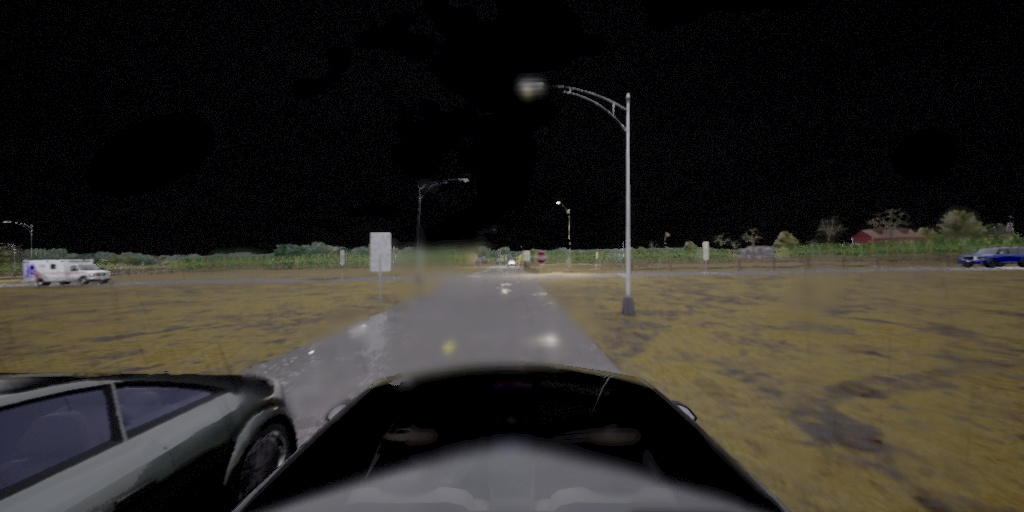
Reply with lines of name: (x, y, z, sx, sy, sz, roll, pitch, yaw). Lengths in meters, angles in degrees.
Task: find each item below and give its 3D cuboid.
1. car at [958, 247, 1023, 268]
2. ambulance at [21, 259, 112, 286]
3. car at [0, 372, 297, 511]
car: (49.089, 0.135, 36.442, 5.566, 2.045, 2.150, -1, 0, 0)
ambulance: (-42.194, 1.545, 34.167, 6.366, 2.431, 2.351, -1, 0, 0)
car: (-2.848, 1.315, 1.382, 1.994, 1.385, 4.181, 0, 0, 0)
